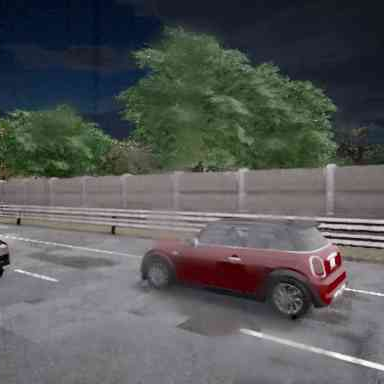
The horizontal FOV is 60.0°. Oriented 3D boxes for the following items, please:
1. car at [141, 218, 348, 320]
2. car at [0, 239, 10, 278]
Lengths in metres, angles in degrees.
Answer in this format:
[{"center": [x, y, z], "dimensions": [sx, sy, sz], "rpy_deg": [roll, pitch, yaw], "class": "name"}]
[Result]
[{"center": [0.966, 1.372, 7.610], "dimensions": [4.553, 1.767, 2.097], "rpy_deg": [0, 0, 36], "class": "car"}, {"center": [-6.724, 1.526, 8.826], "dimensions": [4.902, 1.511, 2.128], "rpy_deg": [0, 0, 36], "class": "car"}]
